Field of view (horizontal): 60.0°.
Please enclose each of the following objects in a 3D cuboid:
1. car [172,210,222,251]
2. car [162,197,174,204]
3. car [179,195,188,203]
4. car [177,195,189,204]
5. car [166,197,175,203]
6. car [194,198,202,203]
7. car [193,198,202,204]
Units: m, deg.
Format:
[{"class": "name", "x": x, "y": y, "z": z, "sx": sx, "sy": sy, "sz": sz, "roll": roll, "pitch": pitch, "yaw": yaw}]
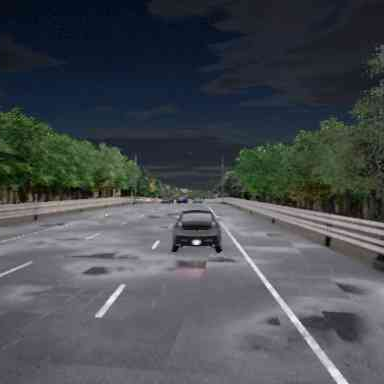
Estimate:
[{"class": "car", "x": 0.202, "y": 1.511, "z": 14.067, "sx": 1.837, "sy": 1.490, "sz": 4.892, "roll": 0, "pitch": 0, "yaw": 1}, {"class": "car", "x": -5.754, "y": 1.966, "z": 74.891, "sx": 2.033, "sy": 1.411, "sz": 5.357, "roll": 0, "pitch": -2, "yaw": 1}, {"class": "car", "x": -2.075, "y": 1.880, "z": 85.292, "sx": 2.150, "sy": 2.045, "sz": 5.566, "roll": 0, "pitch": -2, "yaw": 1}, {"class": "car", "x": -2.254, "y": 1.913, "z": 74.833, "sx": 1.882, "sy": 1.535, "sz": 5.008, "roll": 0, "pitch": -2, "yaw": 1}, {"class": "car", "x": -5.576, "y": 2.144, "z": 85.314, "sx": 1.837, "sy": 1.490, "sz": 4.892, "roll": 0, "pitch": -2, "yaw": 1}, {"class": "car", "x": 1.423, "y": 2.216, "z": 85.192, "sx": 1.994, "sy": 1.385, "sz": 4.181, "roll": 0, "pitch": -2, "yaw": 1}, {"class": "car", "x": 1.251, "y": 2.008, "z": 75.147, "sx": 1.994, "sy": 1.385, "sz": 4.181, "roll": 0, "pitch": -2, "yaw": 1}]
